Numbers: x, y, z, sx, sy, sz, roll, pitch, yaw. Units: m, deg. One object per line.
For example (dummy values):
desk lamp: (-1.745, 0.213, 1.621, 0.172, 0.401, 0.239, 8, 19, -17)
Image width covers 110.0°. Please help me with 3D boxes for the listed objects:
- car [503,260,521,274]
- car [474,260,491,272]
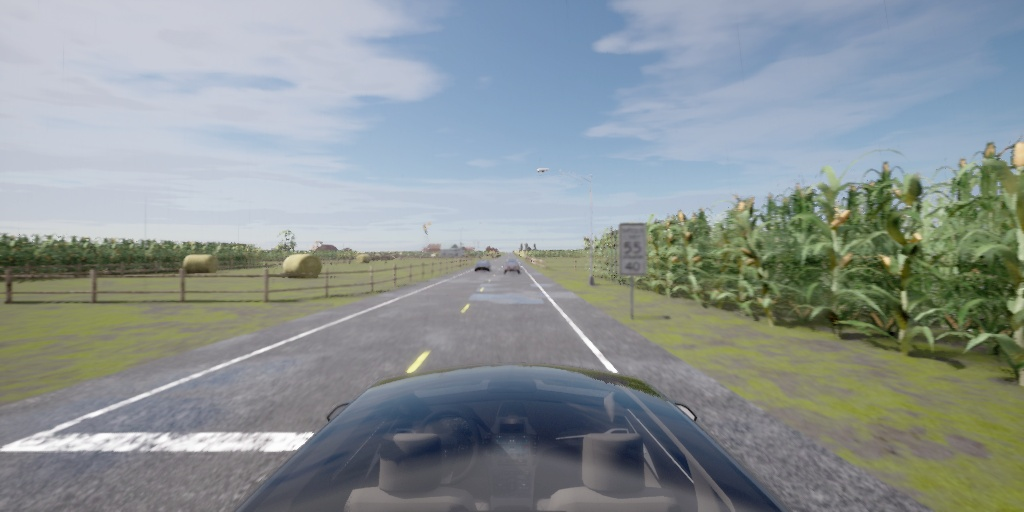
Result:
car: (-0.010, 1.204, 39.046, 2.033, 1.411, 5.357, 0, 0, 0)
car: (-3.511, 1.186, 44.060, 2.033, 1.411, 5.357, 0, 0, 0)
